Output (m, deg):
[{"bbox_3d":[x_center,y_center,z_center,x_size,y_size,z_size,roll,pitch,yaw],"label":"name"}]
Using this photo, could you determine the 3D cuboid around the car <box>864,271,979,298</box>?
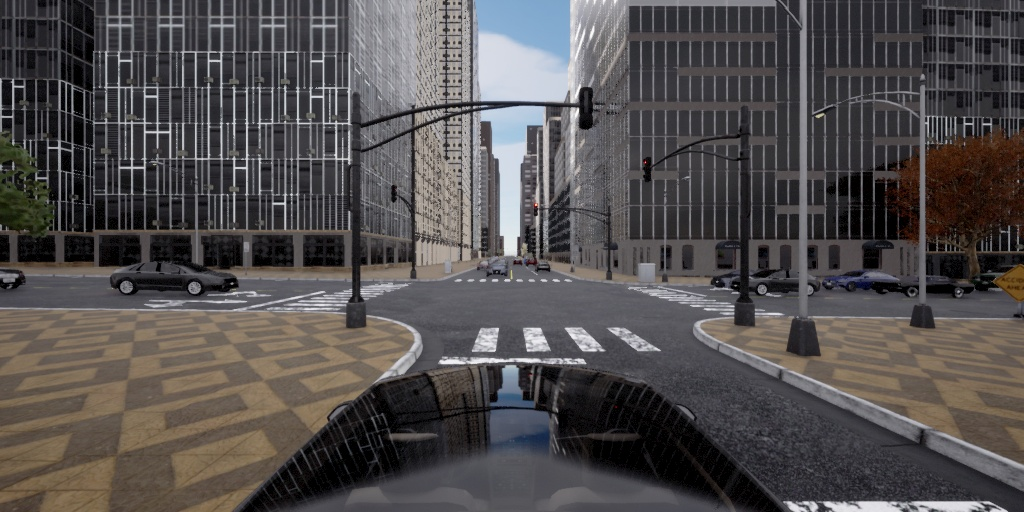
[{"bbox_3d":[25.028,1.826,22.017,4.718,1.301,1.895,1,0,-3],"label":"car"}]

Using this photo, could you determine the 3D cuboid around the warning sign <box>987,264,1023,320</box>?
[{"bbox_3d":[17.268,1.204,12.189,1.060,1.860,1.300,0,0,-3],"label":"warning sign"}]

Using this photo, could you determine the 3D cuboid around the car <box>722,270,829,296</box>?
[{"bbox_3d":[15.785,1.564,21.590,4.892,1.490,1.837,1,0,-4],"label":"car"}]

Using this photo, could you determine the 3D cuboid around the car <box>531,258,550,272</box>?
[{"bbox_3d":[3.898,1.329,45.983,1.948,1.339,4.313,0,0,0],"label":"car"}]

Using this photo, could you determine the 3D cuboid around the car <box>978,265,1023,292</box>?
[{"bbox_3d":[36.646,1.655,25.804,5.566,2.045,2.150,1,0,-2],"label":"car"}]

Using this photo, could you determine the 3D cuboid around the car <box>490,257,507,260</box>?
[{"bbox_3d":[-1.560,1.268,45.880,1.837,1.490,4.892,0,0,0],"label":"car"}]

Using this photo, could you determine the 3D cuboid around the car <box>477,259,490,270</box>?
[{"bbox_3d":[-4.059,1.342,51.470,1.802,1.307,4.207,0,0,0],"label":"car"}]

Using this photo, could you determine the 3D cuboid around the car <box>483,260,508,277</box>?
[{"bbox_3d":[-1.458,1.332,34.950,1.994,1.385,4.181,0,0,-2],"label":"car"}]

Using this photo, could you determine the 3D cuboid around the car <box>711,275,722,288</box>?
[{"bbox_3d":[16.155,1.629,24.851,4.181,1.385,1.994,1,0,-3],"label":"car"}]

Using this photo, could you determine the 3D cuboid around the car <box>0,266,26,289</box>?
[{"bbox_3d":[-25.298,0.802,16.197,4.902,1.511,2.128,1,0,-3],"label":"car"}]

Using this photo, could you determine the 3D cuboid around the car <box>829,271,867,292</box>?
[{"bbox_3d":[24.556,1.741,25.245,4.674,1.442,1.812,1,0,-3],"label":"car"}]

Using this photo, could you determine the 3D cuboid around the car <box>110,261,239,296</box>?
[{"bbox_3d":[-15.516,0.994,16.653,4.892,1.490,1.837,1,0,-3],"label":"car"}]
